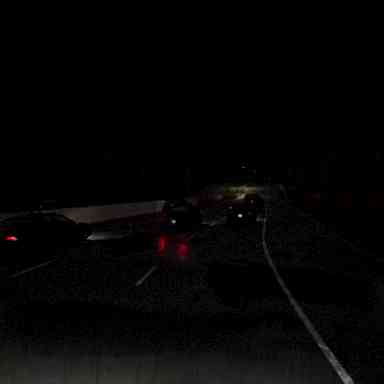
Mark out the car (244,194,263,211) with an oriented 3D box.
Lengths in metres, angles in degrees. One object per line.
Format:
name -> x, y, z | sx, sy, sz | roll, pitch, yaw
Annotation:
car -> 7.676, 1.275, 41.893 | 2.150, 2.045, 5.566 | 0, 0, 13

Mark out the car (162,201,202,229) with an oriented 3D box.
car -> -0.555, 1.532, 21.623 | 1.812, 1.442, 4.674 | 0, 0, 12

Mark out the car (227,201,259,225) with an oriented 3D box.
car -> 3.721, 1.592, 24.626 | 1.994, 1.385, 4.181 | 0, 0, 13

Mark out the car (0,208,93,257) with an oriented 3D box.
car -> -5.853, 1.526, 12.967 | 2.033, 1.411, 5.357 | 0, 0, 9

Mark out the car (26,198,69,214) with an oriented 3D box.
car -> -15.466, 1.469, 35.875 | 1.812, 1.442, 4.674 | 0, 0, 13

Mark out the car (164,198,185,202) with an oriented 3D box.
car -> -1.454, 1.359, 33.440 | 2.097, 1.767, 4.553 | 0, 0, 13

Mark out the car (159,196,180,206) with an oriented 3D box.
car -> -3.630, 1.500, 55.675 | 2.128, 1.511, 4.902 | 0, 0, 13
